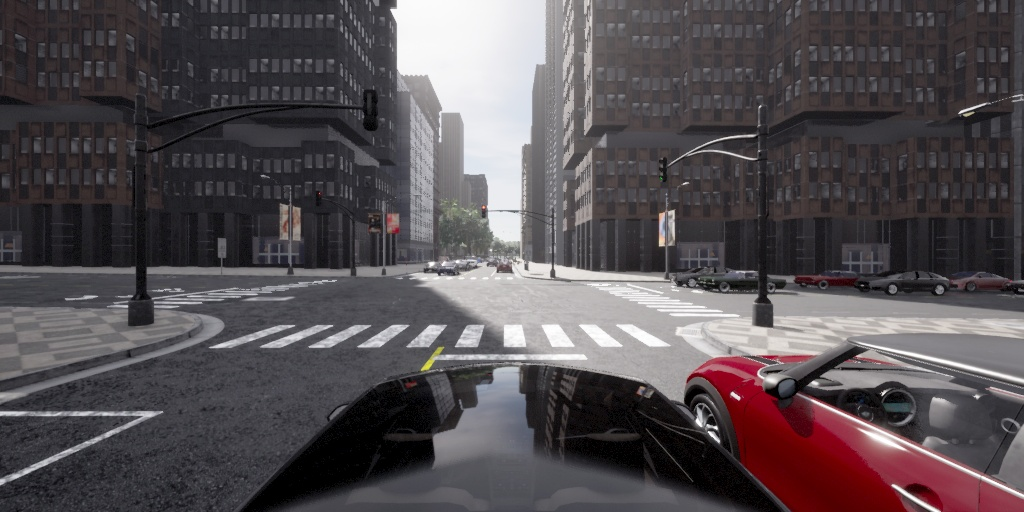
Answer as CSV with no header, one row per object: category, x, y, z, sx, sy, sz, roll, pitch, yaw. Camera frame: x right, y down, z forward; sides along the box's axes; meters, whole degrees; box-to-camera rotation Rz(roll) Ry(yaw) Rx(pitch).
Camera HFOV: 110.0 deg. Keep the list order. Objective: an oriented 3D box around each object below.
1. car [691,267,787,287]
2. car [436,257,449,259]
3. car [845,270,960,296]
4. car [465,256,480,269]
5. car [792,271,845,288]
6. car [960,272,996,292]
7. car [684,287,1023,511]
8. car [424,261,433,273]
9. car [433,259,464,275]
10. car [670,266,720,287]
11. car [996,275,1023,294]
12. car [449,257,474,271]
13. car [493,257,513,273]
car,14.159,1.579,22.340,4.718,1.301,1.895,1,0,-3
car,-9.506,1.082,48.838,2.192,1.841,5.009,0,0,-1
car,24.359,1.631,22.472,4.892,1.490,1.837,1,0,-1
car,-6.965,1.012,59.219,2.150,2.045,5.566,0,0,0
car,23.072,1.704,25.690,4.718,1.301,1.895,1,0,-1
car,33.038,1.813,25.824,4.181,1.385,1.994,1,0,-1
car,2.761,1.190,2.160,1.967,1.591,4.097,0,0,0
car,-9.431,1.321,43.412,1.948,1.339,4.313,0,0,-1
car,-6.686,1.292,38.321,2.033,1.411,5.357,0,0,-1
car,13.853,1.475,25.586,4.892,1.490,1.837,1,0,-1
car,34.740,1.825,22.599,5.357,1.411,2.033,1,0,-1
car,-6.834,1.258,48.587,2.128,1.511,4.902,0,0,-1
car,-0.907,1.195,43.526,1.967,1.591,4.097,0,0,-1
